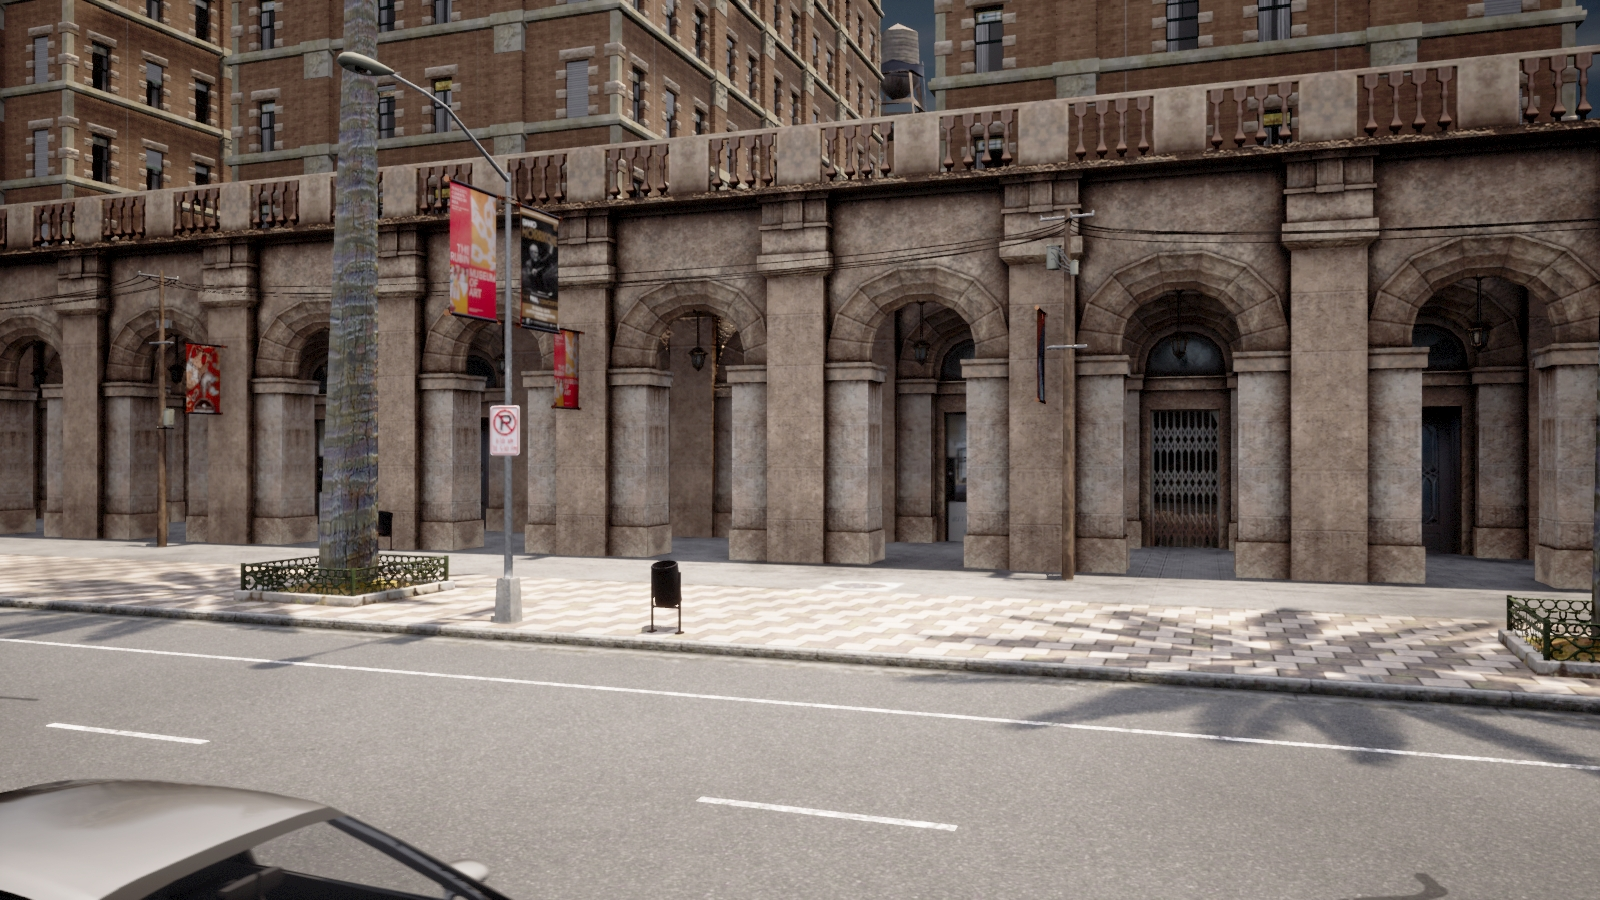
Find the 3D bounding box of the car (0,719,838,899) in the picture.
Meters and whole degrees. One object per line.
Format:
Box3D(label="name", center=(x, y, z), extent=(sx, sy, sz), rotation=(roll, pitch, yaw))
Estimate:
Box3D(label="car", center=(-2.139, 2.067, 4.078), extent=(4.193, 1.474, 1.816), rotation=(0, 0, 20))
